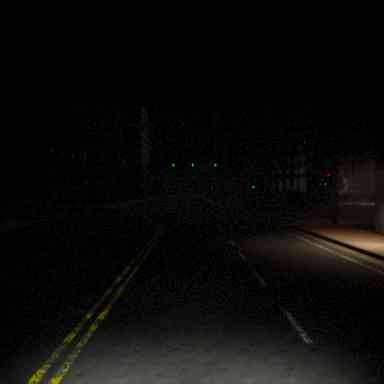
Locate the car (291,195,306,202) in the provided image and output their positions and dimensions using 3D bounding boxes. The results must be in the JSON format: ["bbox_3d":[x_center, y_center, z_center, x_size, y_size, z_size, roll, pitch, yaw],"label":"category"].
[{"bbox_3d":[22.177,1.311,69.430,1.970,1.475,3.806,0,0,0],"label":"car"}]

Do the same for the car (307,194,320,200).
[{"bbox_3d":[30.791,1.261,84.559,1.784,1.438,3.905,0,0,0],"label":"car"}]

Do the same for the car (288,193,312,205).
[{"bbox_3d":[16.633,1.090,51.999,1.932,1.855,4.605,0,0,0],"label":"car"}]

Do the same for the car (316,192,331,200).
[{"bbox_3d":[33.474,1.050,84.618,1.932,1.855,4.605,0,0,0],"label":"car"}]

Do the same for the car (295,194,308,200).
[{"bbox_3d":[27.896,1.292,84.550,1.970,1.475,3.806,0,0,0],"label":"car"}]

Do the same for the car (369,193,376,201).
[{"bbox_3d":[39.074,1.068,69.574,1.932,1.855,4.605,0,0,0],"label":"car"}]

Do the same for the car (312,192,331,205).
[{"bbox_3d":[19.527,1.093,51.954,1.905,1.878,3.866,0,0,0],"label":"car"}]
